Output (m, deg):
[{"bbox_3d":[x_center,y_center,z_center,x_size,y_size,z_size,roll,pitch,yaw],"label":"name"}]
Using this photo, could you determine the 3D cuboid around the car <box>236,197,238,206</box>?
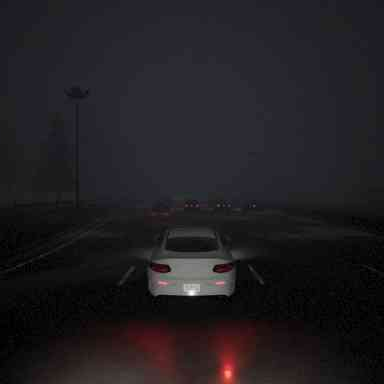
[{"bbox_3d":[6.963,1.526,49.215,1.812,1.442,4.674,0,0,0],"label":"car"}]

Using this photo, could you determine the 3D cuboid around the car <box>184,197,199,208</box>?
[{"bbox_3d":[-0.037,1.491,49.209,2.128,1.511,4.902,0,0,0],"label":"car"}]

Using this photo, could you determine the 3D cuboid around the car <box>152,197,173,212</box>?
[{"bbox_3d":[-3.530,1.526,39.204,1.812,1.442,4.674,0,0,0],"label":"car"}]

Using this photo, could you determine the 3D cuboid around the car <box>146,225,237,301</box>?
[{"bbox_3d":[-0.006,1.526,8.181,1.812,1.442,4.674,0,0,0],"label":"car"}]

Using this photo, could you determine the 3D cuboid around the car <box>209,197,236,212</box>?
[{"bbox_3d":[3.471,1.547,38.793,2.033,1.411,5.357,0,0,0],"label":"car"}]

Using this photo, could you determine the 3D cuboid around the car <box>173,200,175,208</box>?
[{"bbox_3d":[-3.537,1.491,49.207,2.128,1.511,4.902,0,0,0],"label":"car"}]

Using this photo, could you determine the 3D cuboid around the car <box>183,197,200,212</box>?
[{"bbox_3d":[-0.029,1.547,38.790,2.033,1.411,5.357,0,0,0],"label":"car"}]

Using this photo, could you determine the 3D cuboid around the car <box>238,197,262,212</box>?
[{"bbox_3d":[6.970,1.564,39.212,1.994,1.385,4.181,0,0,0],"label":"car"}]
